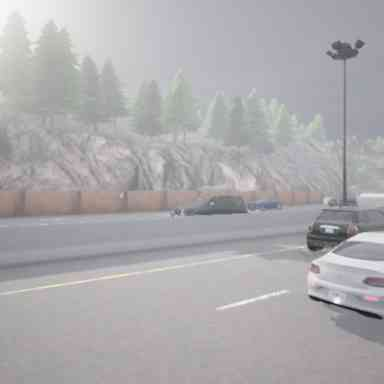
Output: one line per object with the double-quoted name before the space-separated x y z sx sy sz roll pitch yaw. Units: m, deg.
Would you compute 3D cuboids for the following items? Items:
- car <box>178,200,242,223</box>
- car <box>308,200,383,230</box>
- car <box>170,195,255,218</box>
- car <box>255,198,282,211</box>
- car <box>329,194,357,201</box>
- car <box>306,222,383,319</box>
"car" 1.495 1.493 26.707 4.902 1.511 2.128 0 0 -37
"car" 6.455 1.354 12.723 4.553 1.767 2.097 0 0 -36
"car" 1.268 1.225 22.166 5.566 2.045 2.150 0 0 -36
"car" 9.101 1.481 41.242 5.008 1.535 1.882 0 0 -37
"car" 21.425 1.229 47.064 5.566 2.045 2.150 1 0 -42
"car" 4.254 1.527 6.808 4.674 1.442 1.812 0 0 -36
